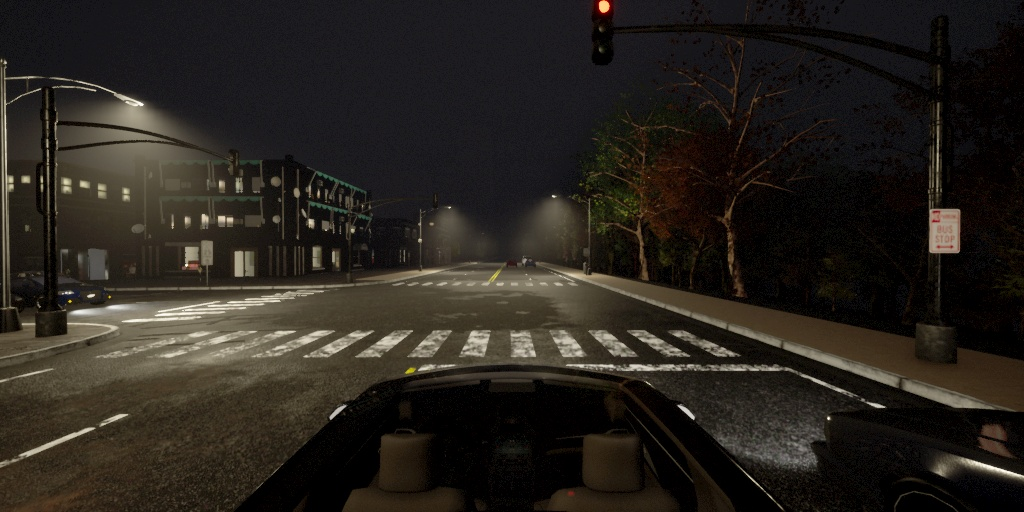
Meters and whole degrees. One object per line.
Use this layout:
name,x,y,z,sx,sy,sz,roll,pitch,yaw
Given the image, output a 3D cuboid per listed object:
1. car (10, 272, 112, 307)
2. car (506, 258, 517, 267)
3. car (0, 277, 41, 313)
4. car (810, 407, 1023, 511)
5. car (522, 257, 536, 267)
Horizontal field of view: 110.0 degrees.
car,-19.861,1.534,15.220,4.181,1.385,1.994,-1,1,0
car,-0.027,1.204,63.151,1.882,1.535,5.008,0,0,0
car,-19.969,1.565,12.514,4.313,1.339,1.948,0,0,0
car,3.354,1.298,0.401,2.033,1.411,5.357,0,0,0
car,3.226,1.274,63.182,2.033,1.411,5.357,0,0,0
